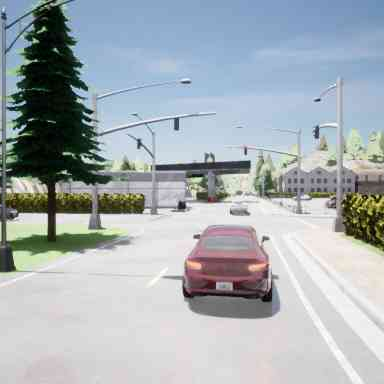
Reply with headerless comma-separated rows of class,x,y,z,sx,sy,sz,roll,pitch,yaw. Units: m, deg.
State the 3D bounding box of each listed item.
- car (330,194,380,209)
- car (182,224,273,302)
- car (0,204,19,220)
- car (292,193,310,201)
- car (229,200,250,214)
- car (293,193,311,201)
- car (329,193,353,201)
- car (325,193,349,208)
car,19.087,1.339,38.929,4.514,1.523,2.007,0,0,9
car,0.941,1.526,8.249,1.812,1.442,4.674,0,0,9
car,-16.205,1.491,26.282,4.902,1.511,2.128,0,0,9
car,24.912,1.361,75.867,3.806,1.475,1.970,0,0,9
car,5.034,1.526,35.089,1.812,1.442,4.674,-1,0,9
car,26.042,1.077,79.052,3.866,1.878,1.905,0,0,9
car,33.290,1.097,74.560,4.605,1.855,1.932,0,0,9
car,19.533,1.330,42.034,5.027,1.636,2.152,0,0,9
